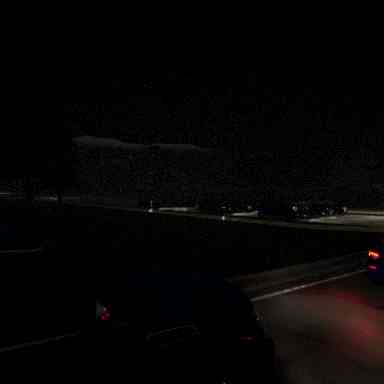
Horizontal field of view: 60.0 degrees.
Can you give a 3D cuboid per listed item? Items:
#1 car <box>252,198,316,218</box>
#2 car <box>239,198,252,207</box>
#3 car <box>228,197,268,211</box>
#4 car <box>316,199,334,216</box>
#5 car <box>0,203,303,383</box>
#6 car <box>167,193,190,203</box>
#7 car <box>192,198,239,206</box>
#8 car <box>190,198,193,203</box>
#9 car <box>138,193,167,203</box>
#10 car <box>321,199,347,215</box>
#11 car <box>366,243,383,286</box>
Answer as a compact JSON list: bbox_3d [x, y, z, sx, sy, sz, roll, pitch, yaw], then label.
[{"bbox_3d":[7.895,1.352,28.892,2.097,1.767,4.553,0,0,-36],"label":"car"},{"bbox_3d":[4.941,1.490,38.862,2.128,1.511,4.902,0,0,-36],"label":"car"},{"bbox_3d":[6.985,1.492,41.998,2.128,1.511,4.902,0,0,-36],"label":"car"},{"bbox_3d":[10.404,1.601,31.388,1.895,1.301,4.718,0,0,-36],"label":"car"},{"bbox_3d":[-1.855,1.221,2.422,5.566,2.045,2.150,0,0,-35],"label":"car"},{"bbox_3d":[-3.148,1.222,49.989,2.150,2.045,5.566,0,0,-36],"label":"car"},{"bbox_3d":[2.500,1.504,36.272,1.837,1.490,4.892,0,0,-36],"label":"car"},{"bbox_3d":[0.646,1.548,50.710,2.033,1.411,5.357,0,0,-35],"label":"car"},{"bbox_3d":[-6.025,1.351,48.002,2.097,1.767,4.553,0,0,-35],"label":"car"},{"bbox_3d":[13.119,1.492,33.607,2.128,1.511,4.902,0,0,-36],"label":"car"},{"bbox_3d":[6.039,1.526,8.071,4.674,1.442,1.812,0,0,-35],"label":"car"}]
